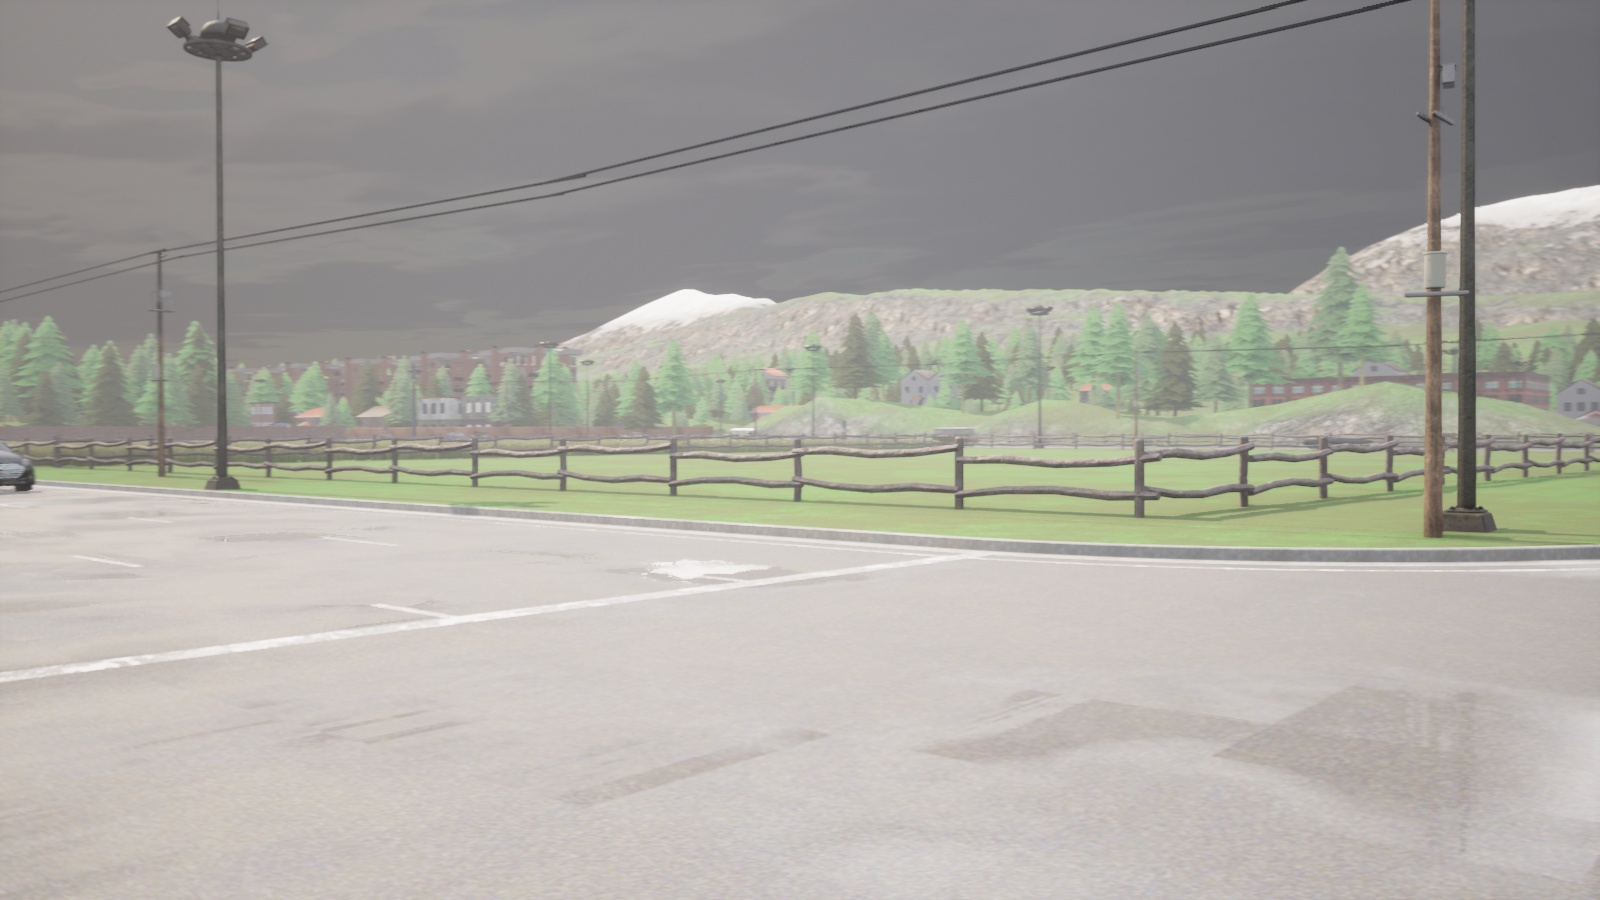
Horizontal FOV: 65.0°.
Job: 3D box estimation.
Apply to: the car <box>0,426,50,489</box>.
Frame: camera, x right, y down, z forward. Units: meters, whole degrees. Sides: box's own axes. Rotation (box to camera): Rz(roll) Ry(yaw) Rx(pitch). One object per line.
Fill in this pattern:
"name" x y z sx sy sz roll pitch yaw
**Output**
"car" -22.870 0.163 34.906 4.856 1.649 2.033 1 1 41
